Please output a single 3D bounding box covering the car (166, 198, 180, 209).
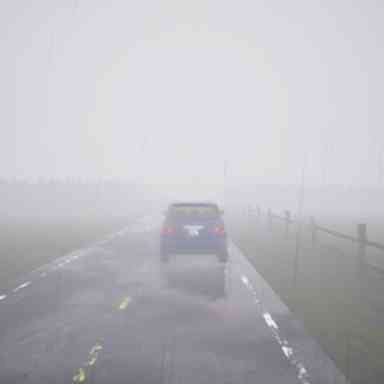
[{"bbox_3d":[-2.822,1.790,51.108,1.882,1.535,5.008,0,0,0],"label":"car"}]

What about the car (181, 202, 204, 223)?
[{"bbox_3d":[0.075,1.668,28.659,1.837,1.490,4.892,0,0,0],"label":"car"}]

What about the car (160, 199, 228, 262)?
[{"bbox_3d":[0.066,1.290,12.456,2.150,2.045,5.566,0,0,0],"label":"car"}]
